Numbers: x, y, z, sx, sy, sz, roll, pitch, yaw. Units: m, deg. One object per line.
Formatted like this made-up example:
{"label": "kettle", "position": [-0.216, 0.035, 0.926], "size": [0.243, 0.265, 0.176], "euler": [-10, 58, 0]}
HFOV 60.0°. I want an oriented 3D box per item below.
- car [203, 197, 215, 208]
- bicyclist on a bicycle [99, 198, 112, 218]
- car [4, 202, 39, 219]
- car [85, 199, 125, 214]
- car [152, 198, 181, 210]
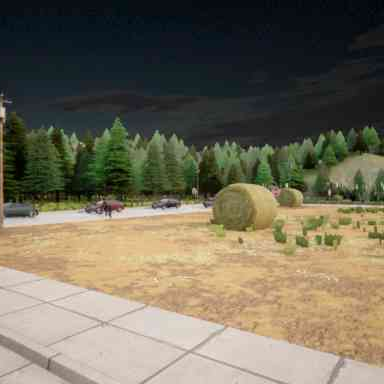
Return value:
{"label": "car", "position": [3.501, 1.518, 47.782], "size": [2.128, 1.511, 4.902], "euler": [0, 0, 37]}
{"label": "bicyclist on a bicycle", "position": [-7.034, 1.327, 27.028], "size": [1.656, 1.620, 0.582], "euler": [0, 0, 36]}
{"label": "car", "position": [-15.367, 1.591, 28.341], "size": [1.994, 1.385, 4.181], "euler": [0, 0, 36]}
{"label": "car", "position": [-9.454, 1.552, 36.333], "size": [1.812, 1.442, 4.674], "euler": [0, 0, 36]}
{"label": "car", "position": [-3.373, 1.552, 44.560], "size": [1.812, 1.442, 4.674], "euler": [0, 0, 37]}
